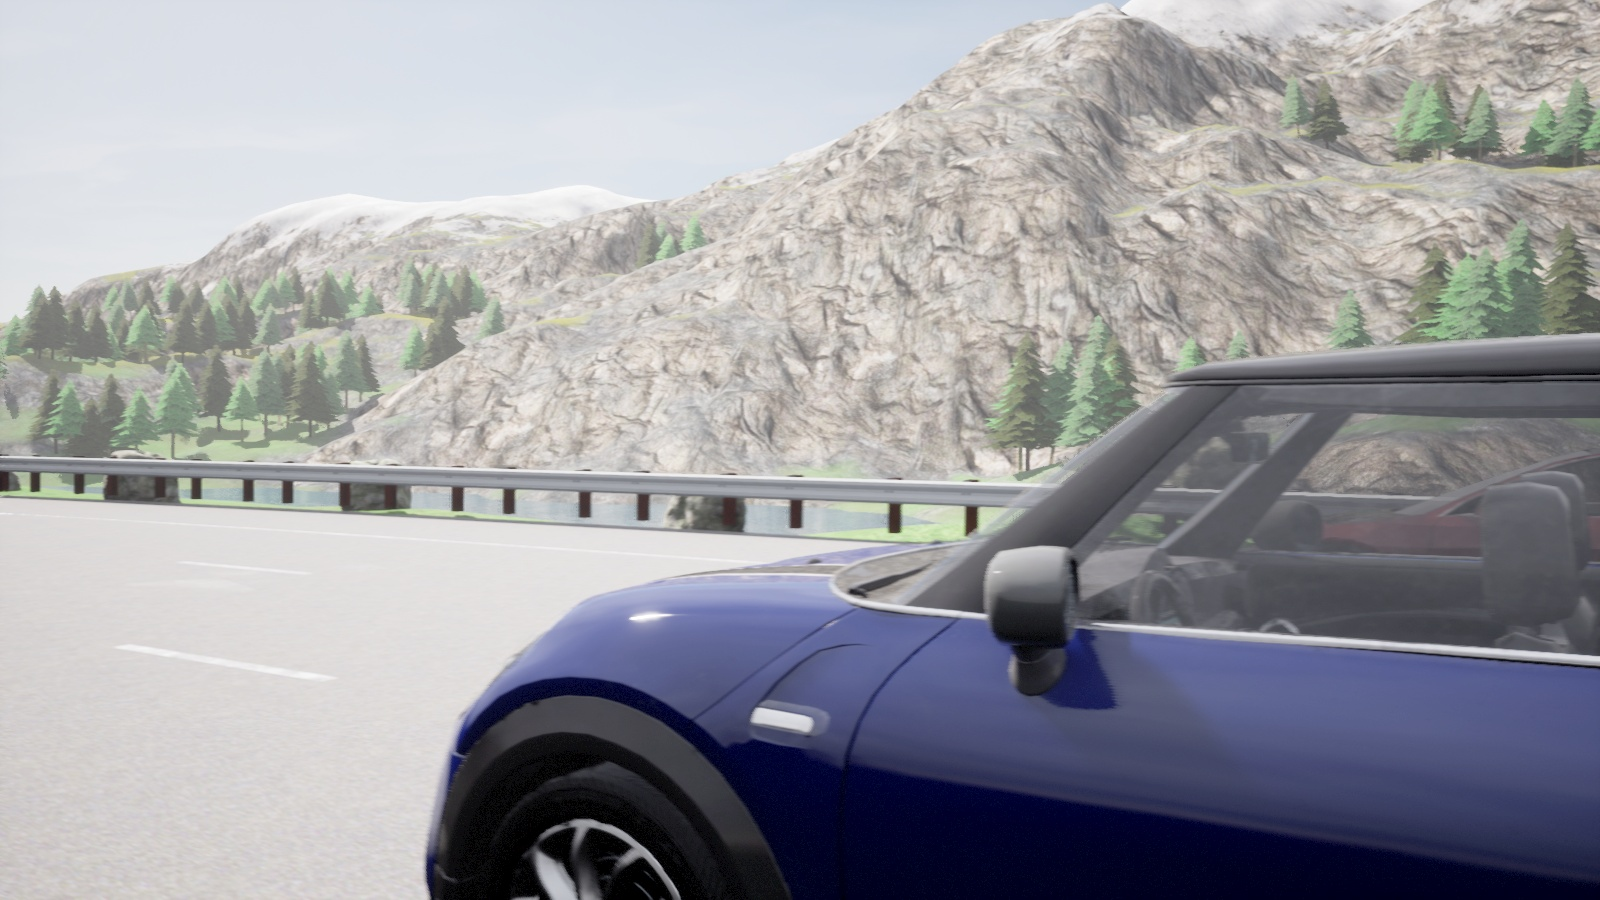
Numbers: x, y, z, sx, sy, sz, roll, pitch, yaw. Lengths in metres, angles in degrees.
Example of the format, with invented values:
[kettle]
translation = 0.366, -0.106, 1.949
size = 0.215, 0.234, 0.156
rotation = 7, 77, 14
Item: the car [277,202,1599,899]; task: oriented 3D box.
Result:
[car]
translation = 1.151, 0.539, 2.859
size = 4.553, 1.767, 2.097
rotation = 0, 1, 33
